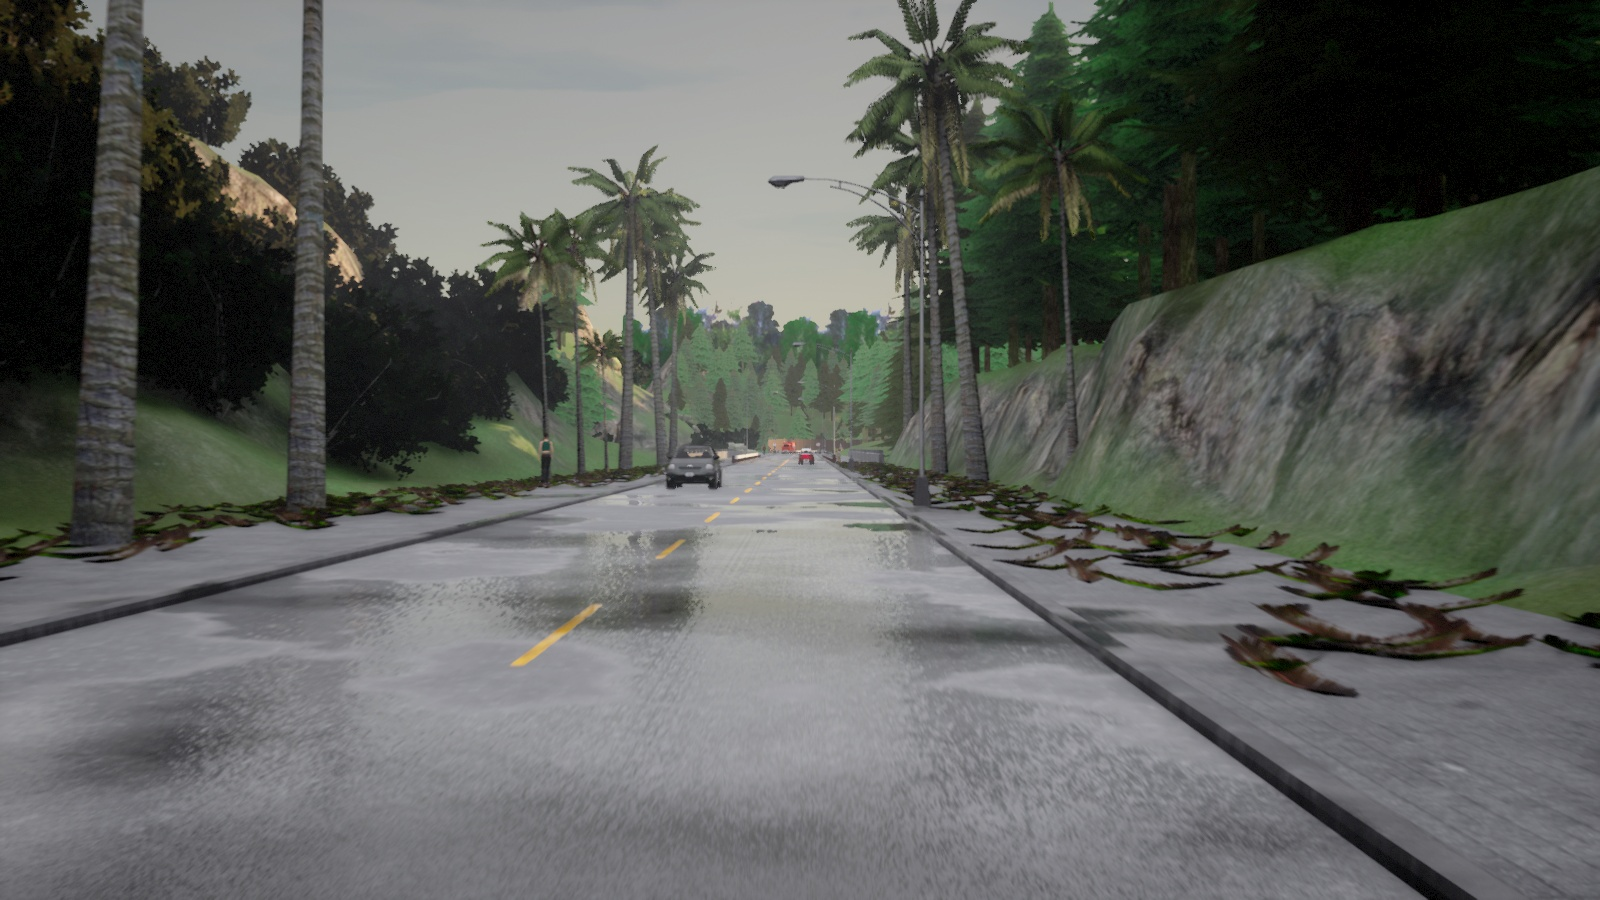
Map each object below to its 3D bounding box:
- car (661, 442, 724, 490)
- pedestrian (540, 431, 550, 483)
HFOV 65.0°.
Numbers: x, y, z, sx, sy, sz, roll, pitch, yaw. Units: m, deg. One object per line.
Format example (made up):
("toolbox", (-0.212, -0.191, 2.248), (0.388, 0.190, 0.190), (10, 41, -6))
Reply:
("car", (-3.734, 0.531, 44.221), (1.851, 1.617, 3.988), (0, 0, 0))
("pedestrian", (-9.138, 0.239, 45.002), (0.345, 1.836, 0.594), (0, 0, -14))
